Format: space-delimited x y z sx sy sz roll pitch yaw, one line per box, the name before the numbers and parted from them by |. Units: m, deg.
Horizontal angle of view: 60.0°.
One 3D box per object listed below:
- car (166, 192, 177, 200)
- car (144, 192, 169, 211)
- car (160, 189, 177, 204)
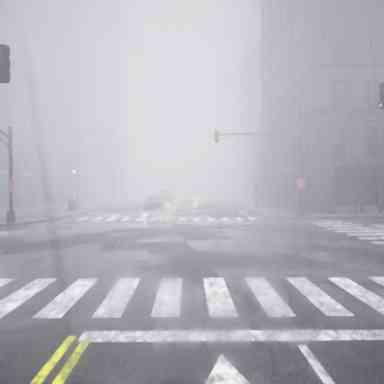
car | -4.046 0.785 66.266 1.812 1.442 4.674 0 1 -1
car | -3.748 1.090 33.854 1.882 1.535 5.008 0 1 -1
car | -3.889 0.657 49.315 2.150 2.045 5.566 0 1 3
